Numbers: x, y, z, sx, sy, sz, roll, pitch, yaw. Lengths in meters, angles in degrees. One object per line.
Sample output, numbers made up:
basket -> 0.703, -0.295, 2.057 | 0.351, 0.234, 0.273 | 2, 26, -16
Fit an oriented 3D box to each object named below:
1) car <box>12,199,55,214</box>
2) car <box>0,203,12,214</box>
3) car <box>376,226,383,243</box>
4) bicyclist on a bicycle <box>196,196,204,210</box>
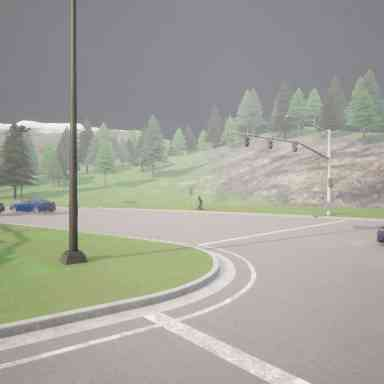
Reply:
car -> -16.945, 1.478, 35.350 | 5.008, 1.535, 1.882 | 0, -1, 19
car -> -21.000, 1.491, 32.971 | 4.902, 1.511, 2.128 | 0, 0, 15
car -> 9.564, 1.564, 12.890 | 4.181, 1.385, 1.994 | 0, 0, 43
bicyclist on a bicycle -> 0.900, 1.302, 38.405 | 0.582, 1.620, 1.656 | 0, 0, 34
